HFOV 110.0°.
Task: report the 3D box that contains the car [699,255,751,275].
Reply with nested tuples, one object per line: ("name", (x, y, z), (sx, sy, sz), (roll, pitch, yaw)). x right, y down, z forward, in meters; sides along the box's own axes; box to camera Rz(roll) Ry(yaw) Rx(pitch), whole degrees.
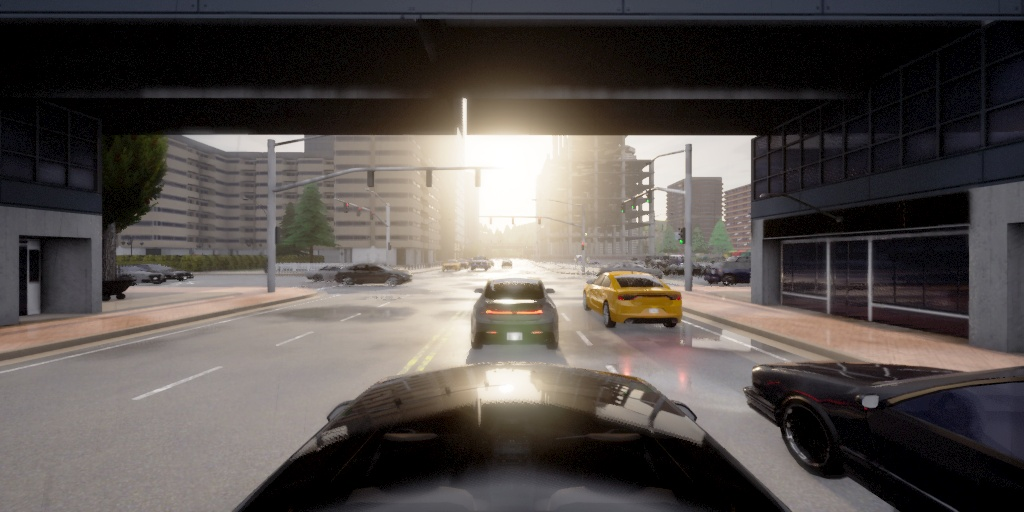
("car", (19.903, 0.971, 31.357), (5.566, 2.045, 2.150), (0, 0, 1))

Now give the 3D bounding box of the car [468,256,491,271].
("car", (-4.508, 0.971, 50.539), (2.150, 2.045, 5.566), (0, 0, 0))

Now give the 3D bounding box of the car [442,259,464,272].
("car", (-7.992, 1.228, 47.657), (1.882, 1.535, 5.008), (0, 0, 0))

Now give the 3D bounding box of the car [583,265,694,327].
("car", (3.578, 1.228, 11.495), (1.882, 1.535, 5.008), (0, 0, 0))

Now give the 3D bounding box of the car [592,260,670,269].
("car", (9.095, 1.241, 27.722), (4.902, 1.511, 2.128), (0, 0, 0))

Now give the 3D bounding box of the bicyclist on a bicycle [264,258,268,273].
("bicyclist on a bicycle", (-25.997, 1.051, 38.388), (0.582, 1.620, 1.656), (0, 0, 0))

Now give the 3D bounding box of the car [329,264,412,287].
("car", (-9.213, 1.257, 24.045), (4.892, 1.490, 1.837), (-1, 0, -1))

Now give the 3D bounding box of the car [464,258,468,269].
("car", (-8.044, 1.228, 57.229), (1.882, 1.535, 5.008), (0, 0, 0))

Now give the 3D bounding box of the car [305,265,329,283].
("car", (-13.051, 1.351, 27.501), (4.718, 1.301, 1.895), (0, 0, -1))

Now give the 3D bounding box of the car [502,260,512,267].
("car", (-0.905, 1.351, 64.733), (1.895, 1.301, 4.718), (0, 0, 0))

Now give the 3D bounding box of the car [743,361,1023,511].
("car", (3.600, 1.297, 1.668), (2.033, 1.411, 5.357), (0, 0, 0))

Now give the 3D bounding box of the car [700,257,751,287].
("car", (15.667, 1.102, 24.196), (4.553, 1.767, 2.097), (0, 0, 0))

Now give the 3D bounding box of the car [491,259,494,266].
("car", (-4.553, 1.241, 60.280), (2.128, 1.511, 4.902), (0, 0, 0))

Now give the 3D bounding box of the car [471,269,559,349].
("car", (0.066, 1.255, 9.124), (1.837, 1.490, 4.892), (0, 0, 0))

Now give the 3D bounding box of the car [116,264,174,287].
("car", (-25.781, 1.314, 23.907), (4.181, 1.385, 1.994), (0, 0, 0))

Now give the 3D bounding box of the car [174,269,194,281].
("car", (-27.648, 1.297, 27.399), (5.357, 1.411, 2.033), (0, 0, 0))

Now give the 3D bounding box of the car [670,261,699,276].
("car", (16.890, 1.351, 34.896), (4.718, 1.301, 1.895), (0, 0, 0))
